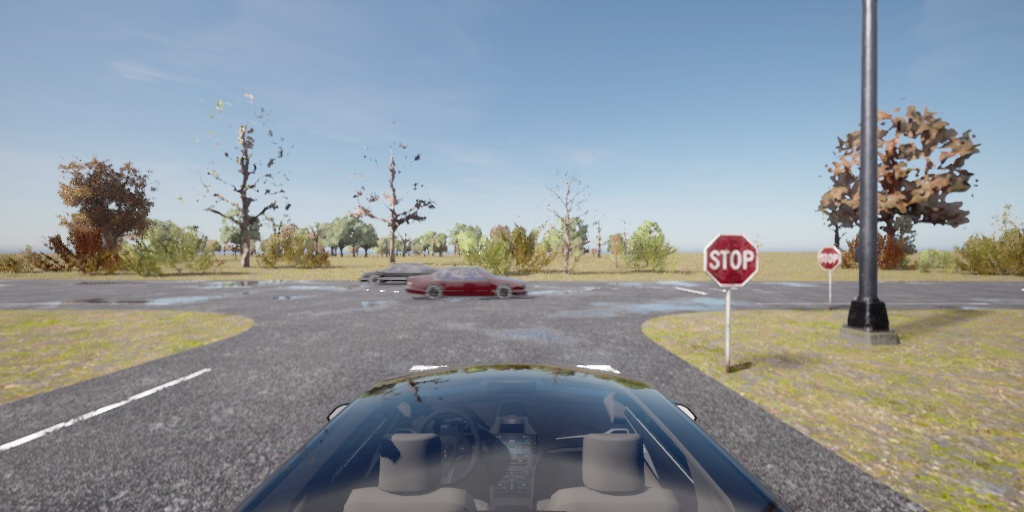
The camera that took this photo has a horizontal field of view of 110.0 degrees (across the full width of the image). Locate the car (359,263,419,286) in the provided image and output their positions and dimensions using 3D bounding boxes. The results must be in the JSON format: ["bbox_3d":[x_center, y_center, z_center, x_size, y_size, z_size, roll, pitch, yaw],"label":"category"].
[{"bbox_3d":[-6.844,1.145,23.058,5.357,1.411,2.033,0,0,-1],"label":"car"}]

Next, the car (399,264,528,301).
[{"bbox_3d":[-2.009,1.206,16.173,5.357,1.411,2.033,0,0,-1],"label":"car"}]
